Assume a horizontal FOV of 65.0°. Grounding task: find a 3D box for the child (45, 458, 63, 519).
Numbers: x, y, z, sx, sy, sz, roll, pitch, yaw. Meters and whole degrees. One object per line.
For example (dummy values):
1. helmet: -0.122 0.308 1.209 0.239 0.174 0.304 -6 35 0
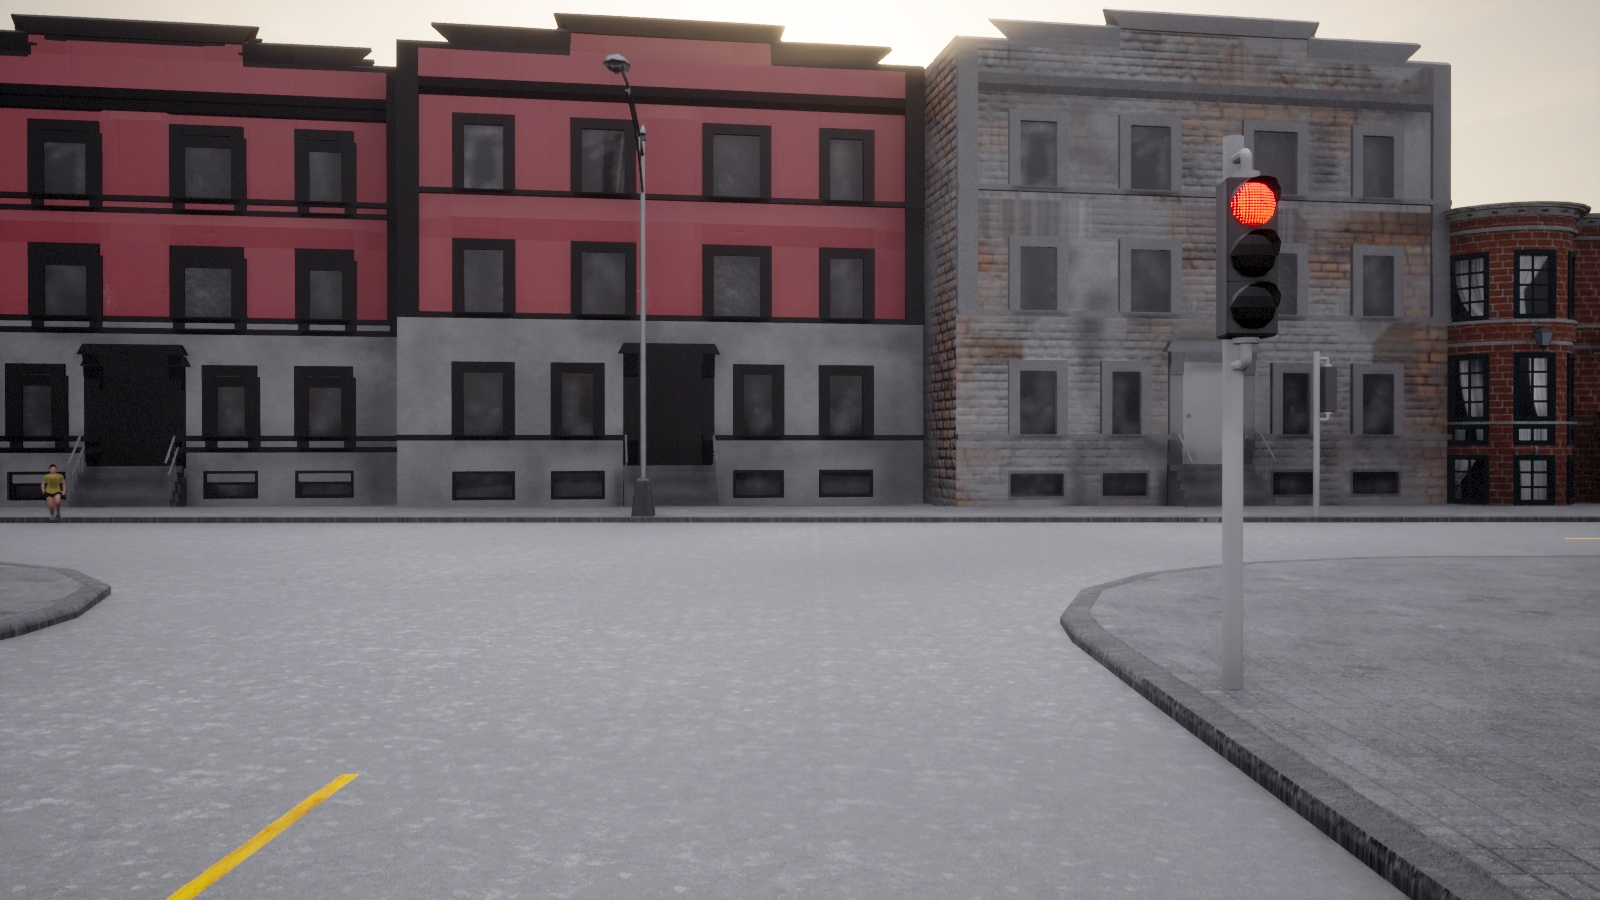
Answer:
1. child: -13.755 0.708 23.153 0.255 1.110 0.394 0 0 -26
